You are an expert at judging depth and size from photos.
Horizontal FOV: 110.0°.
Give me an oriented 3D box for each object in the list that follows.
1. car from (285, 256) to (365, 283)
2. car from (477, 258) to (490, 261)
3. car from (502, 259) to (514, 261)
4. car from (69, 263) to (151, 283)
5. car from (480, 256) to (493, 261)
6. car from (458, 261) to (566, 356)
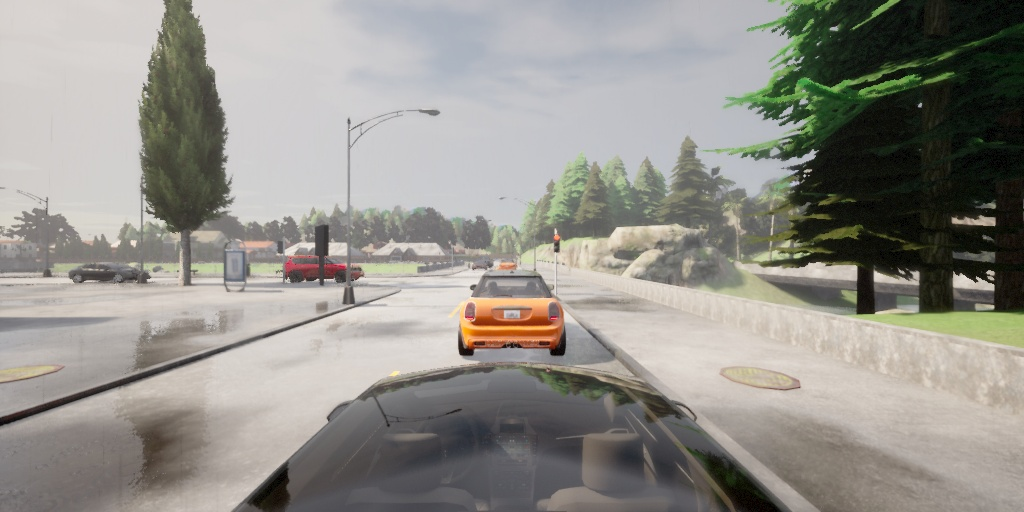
[{"bbox_3d":[-14.163,0.991,27.115,5.566,2.045,2.150,0,0,-1],"label":"car"},{"bbox_3d":[-4.550,1.348,51.199,1.994,1.385,4.181,0,0,0],"label":"car"},{"bbox_3d":[-0.464,1.130,43.245,2.097,1.767,4.553,0,0,2],"label":"car"},{"bbox_3d":[-30.091,1.271,26.918,4.892,1.490,1.837,0,0,-1],"label":"car"},{"bbox_3d":[-4.622,1.012,60.795,2.150,2.045,5.566,0,0,0],"label":"car"},{"bbox_3d":[-0.003,1.107,8.794,2.097,1.767,4.553,0,0,0],"label":"car"}]
